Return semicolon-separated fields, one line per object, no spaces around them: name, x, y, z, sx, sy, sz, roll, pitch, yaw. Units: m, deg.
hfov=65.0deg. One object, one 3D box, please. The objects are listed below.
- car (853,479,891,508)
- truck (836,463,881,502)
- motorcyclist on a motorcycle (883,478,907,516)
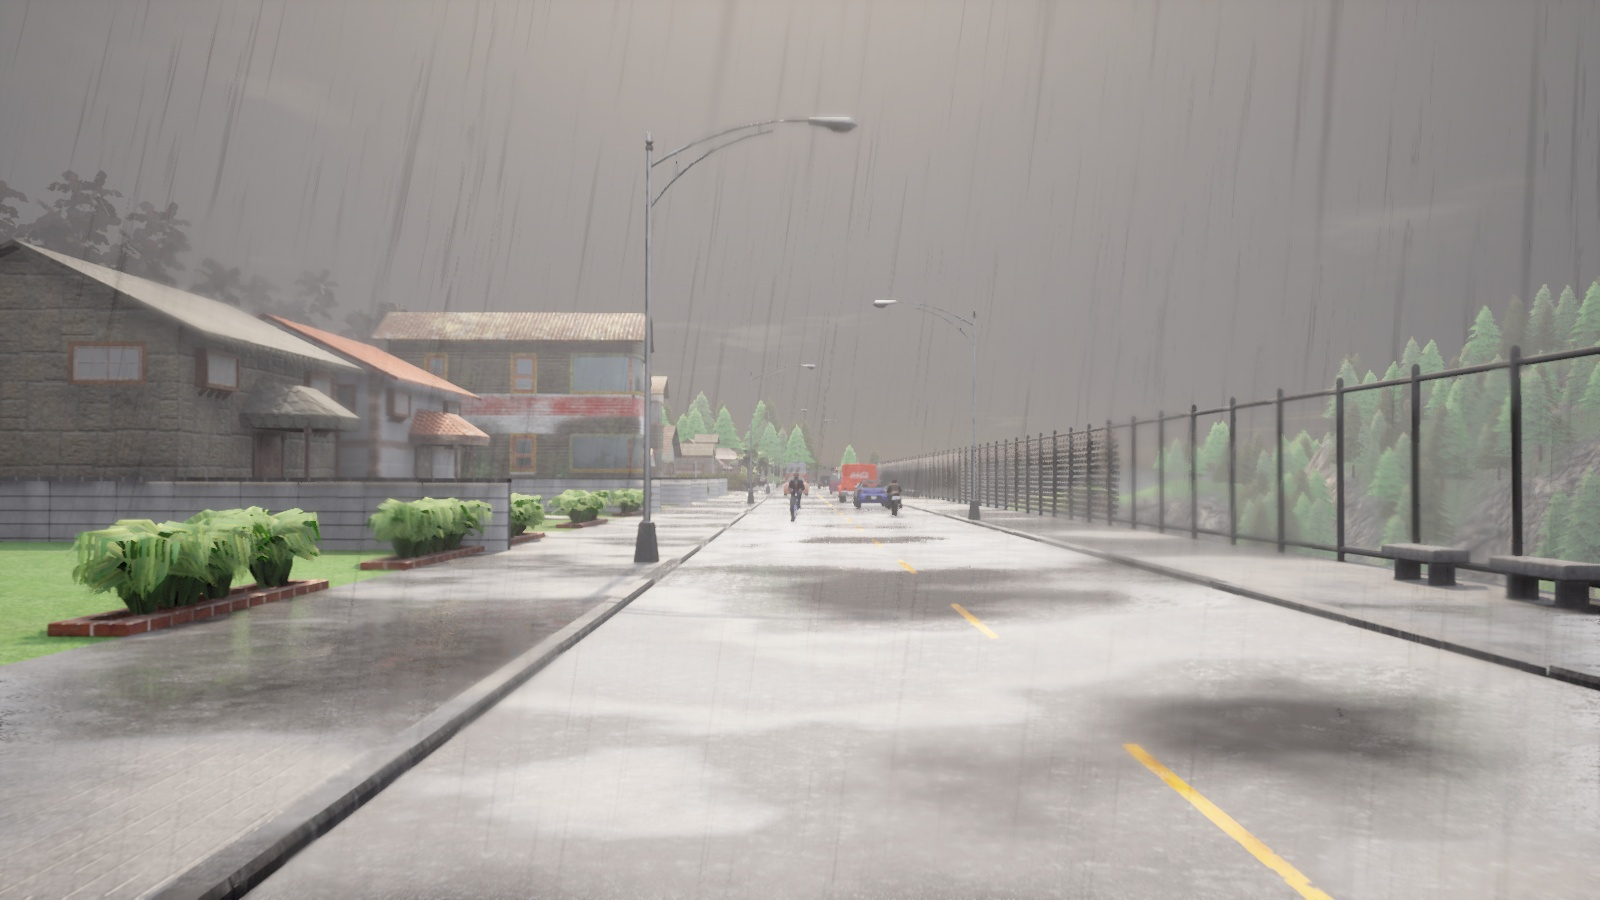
car;3.810;2.293;66.990;1.816;1.474;4.193;0;-1;0
truck;3.766;2.114;81.623;2.627;2.467;5.204;0;-1;0
motorcyclist on a motorcycle;3.855;1.914;51.172;0.797;1.523;2.044;0;-1;0
